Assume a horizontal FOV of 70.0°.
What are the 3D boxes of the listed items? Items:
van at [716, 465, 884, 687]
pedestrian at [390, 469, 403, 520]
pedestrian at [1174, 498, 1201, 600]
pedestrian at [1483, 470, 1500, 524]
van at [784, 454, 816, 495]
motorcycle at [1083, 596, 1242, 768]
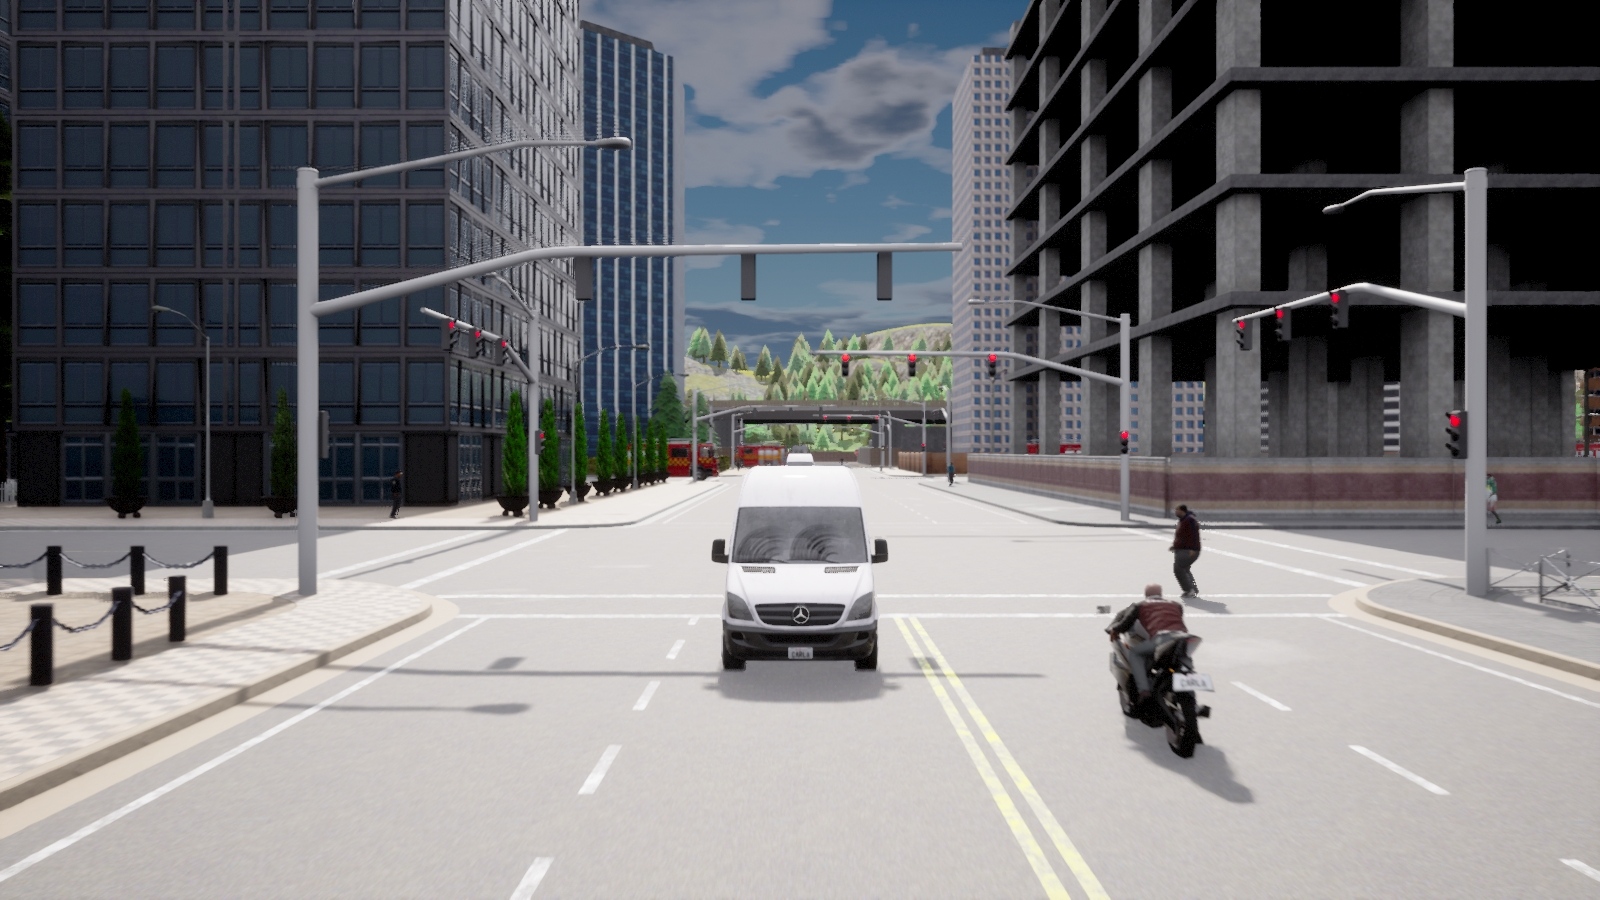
[{"bbox_3d":[-0.003,1.538,16.514,1.988,2.561,5.915,0,0,0],"label":"van"},{"bbox_3d":[-14.964,1.646,42.339,0.375,1.860,0.375,0,0,-4],"label":"pedestrian"},{"bbox_3d":[7.194,1.837,21.200,0.375,1.860,0.375,0,0,1],"label":"pedestrian"},{"bbox_3d":[24.213,1.646,40.005,0.375,1.860,0.375,0,0,-2],"label":"pedestrian"},{"bbox_3d":[0.000,1.543,75.203,1.988,2.561,5.915,0,0,0],"label":"van"},{"bbox_3d":[3.500,2.206,11.267,0.867,1.251,2.209,0,0,0],"label":"motorcycle"}]
